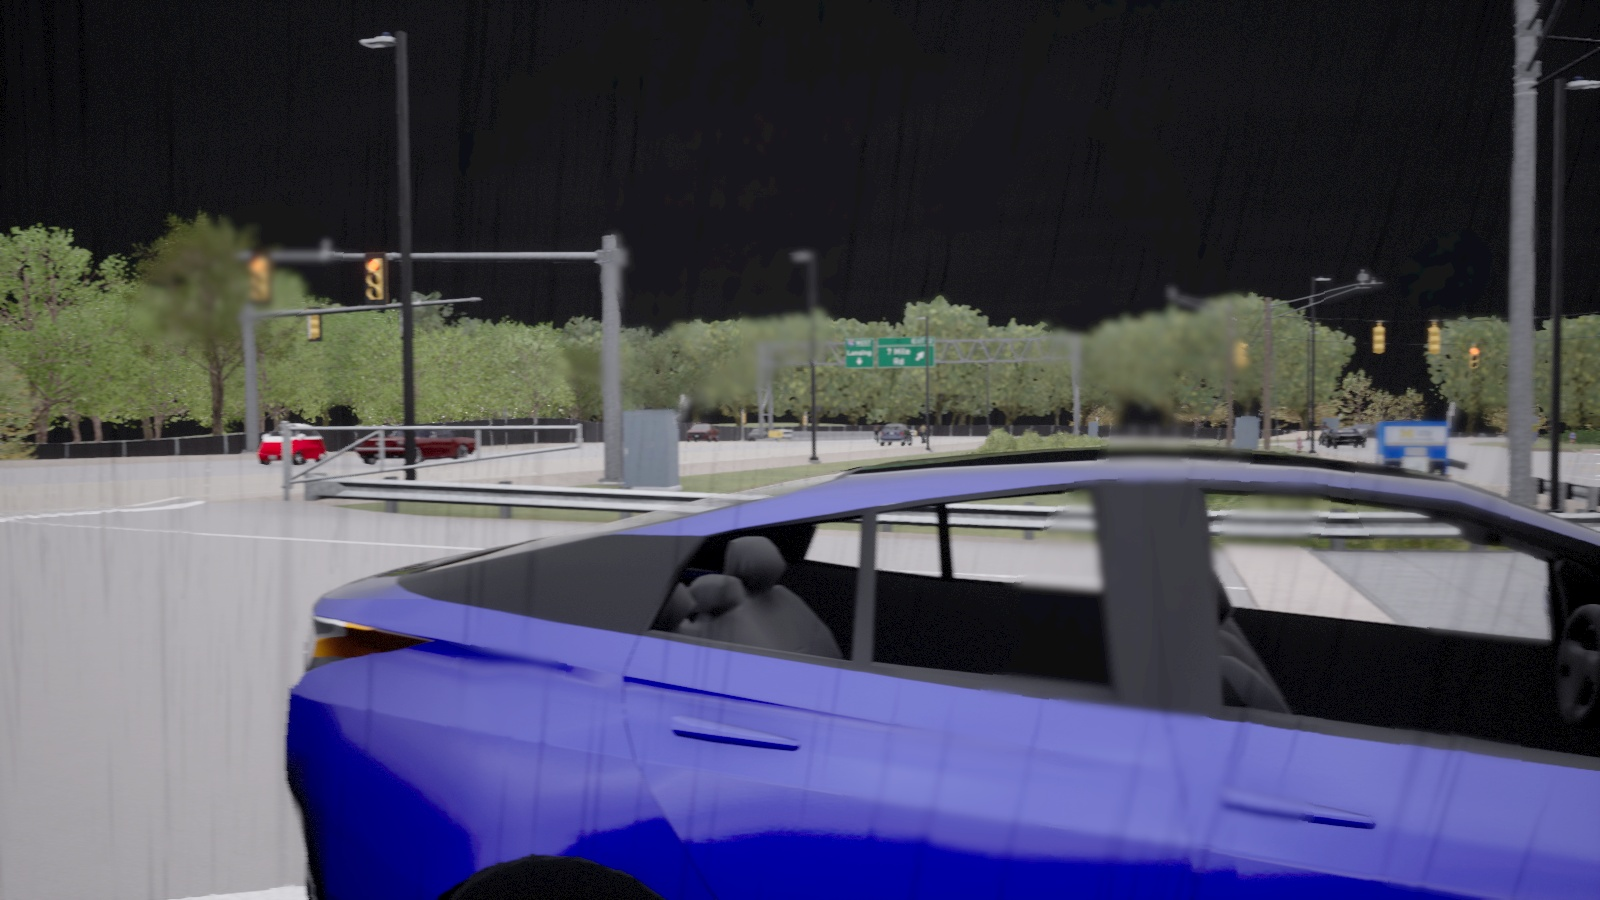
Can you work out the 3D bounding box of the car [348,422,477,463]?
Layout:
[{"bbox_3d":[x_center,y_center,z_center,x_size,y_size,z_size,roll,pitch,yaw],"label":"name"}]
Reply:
[{"bbox_3d":[-12.943,-0.269,42.237,1.895,1.301,4.718,1,1,16],"label":"car"}]

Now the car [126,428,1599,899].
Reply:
[{"bbox_3d":[1.063,0.725,2.999,4.514,1.525,2.007,1,1,14],"label":"car"}]

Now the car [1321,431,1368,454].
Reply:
[{"bbox_3d":[32.105,-0.475,74.157,1.895,1.301,4.718,1,1,15],"label":"car"}]

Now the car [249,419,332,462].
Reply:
[{"bbox_3d":[-16.796,-0.320,41.451,1.481,1.376,2.207,1,1,16],"label":"car"}]

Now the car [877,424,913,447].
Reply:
[{"bbox_3d":[6.510,-0.997,85.904,1.789,1.549,3.705,1,1,16],"label":"car"}]
